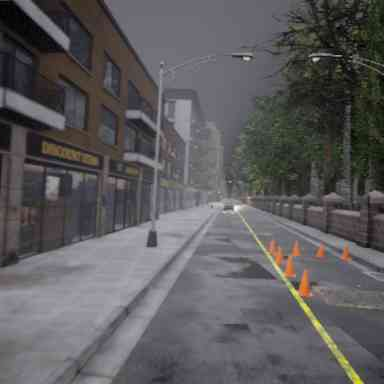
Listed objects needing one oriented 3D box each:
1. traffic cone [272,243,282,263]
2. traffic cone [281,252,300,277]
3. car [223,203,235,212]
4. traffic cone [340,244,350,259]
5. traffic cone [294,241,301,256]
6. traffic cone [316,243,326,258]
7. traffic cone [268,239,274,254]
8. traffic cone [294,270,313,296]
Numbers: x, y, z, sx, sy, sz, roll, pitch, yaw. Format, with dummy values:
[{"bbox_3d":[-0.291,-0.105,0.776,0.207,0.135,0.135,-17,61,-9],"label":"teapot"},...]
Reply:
[{"bbox_3d":[3.193,2.270,12.113,0.340,0.580,0.340,3,-1,6],"label":"traffic cone"},{"bbox_3d":[2.978,2.235,10.125,0.340,0.580,0.340,3,-1,6],"label":"traffic cone"},{"bbox_3d":[6.216,2.567,56.057,2.033,1.411,5.357,3,-1,6],"label":"car"},{"bbox_3d":[6.385,2.462,13.777,0.340,0.580,0.340,3,-1,6],"label":"traffic cone"},{"bbox_3d":[4.400,2.357,13.994,0.340,0.580,0.340,3,-1,6],"label":"traffic cone"},{"bbox_3d":[5.392,2.410,13.886,0.340,0.580,0.340,3,-1,6],"label":"traffic cone"},{"bbox_3d":[3.407,2.305,14.101,0.340,0.580,0.340,3,-1,6],"label":"traffic cone"},{"bbox_3d":[2.764,2.201,8.137,0.340,0.580,0.340,3,-1,6],"label":"traffic cone"}]
